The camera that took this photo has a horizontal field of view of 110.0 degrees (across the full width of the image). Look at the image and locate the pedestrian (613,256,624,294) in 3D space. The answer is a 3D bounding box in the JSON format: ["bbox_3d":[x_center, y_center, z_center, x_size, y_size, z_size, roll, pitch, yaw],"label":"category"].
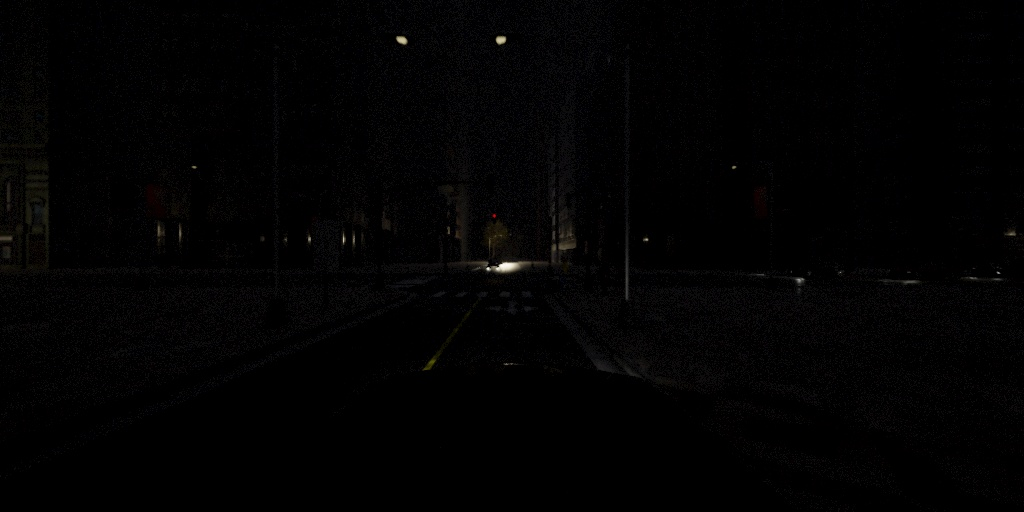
[{"bbox_3d":[5.103,0.884,17.165,0.375,1.860,0.375,0,0,0],"label":"pedestrian"}]

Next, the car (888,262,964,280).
[{"bbox_3d":[34.938,1.235,30.368,5.008,1.535,1.882,0,0,0],"label":"car"}]

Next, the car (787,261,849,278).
[{"bbox_3d":[28.654,1.244,33.645,4.892,1.490,1.837,0,0,0],"label":"car"}]

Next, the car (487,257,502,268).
[{"bbox_3d":[-3.107,1.162,60.507,1.882,1.535,5.008,0,0,0],"label":"car"}]

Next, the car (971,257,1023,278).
[{"bbox_3d":[46.722,1.076,33.497,5.566,2.045,2.150,0,0,0],"label":"car"}]

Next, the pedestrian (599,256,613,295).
[{"bbox_3d":[4.329,0.877,16.565,0.375,1.860,0.375,0,0,0],"label":"pedestrian"}]

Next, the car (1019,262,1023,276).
[{"bbox_3d":[41.820,1.341,26.963,4.181,1.385,1.994,0,0,1],"label":"car"}]

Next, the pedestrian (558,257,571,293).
[{"bbox_3d":[2.603,0.874,17.764,0.375,1.860,0.375,0,0,0],"label":"pedestrian"}]
